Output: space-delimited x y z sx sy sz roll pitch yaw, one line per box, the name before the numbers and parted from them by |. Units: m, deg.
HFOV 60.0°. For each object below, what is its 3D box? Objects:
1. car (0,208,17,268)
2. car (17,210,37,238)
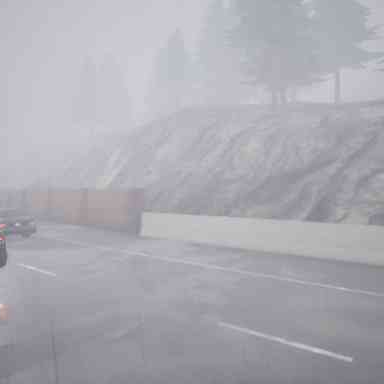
car | -7.409 1.300 9.943 4.553 1.767 2.097 0 0 39
car | -9.549 1.478 16.349 5.357 1.411 2.033 0 0 42
